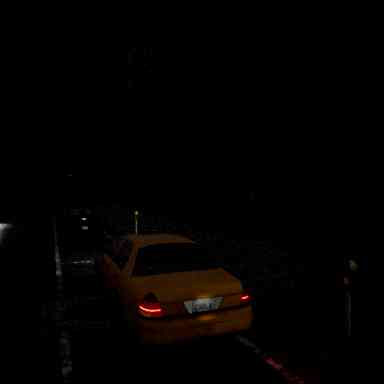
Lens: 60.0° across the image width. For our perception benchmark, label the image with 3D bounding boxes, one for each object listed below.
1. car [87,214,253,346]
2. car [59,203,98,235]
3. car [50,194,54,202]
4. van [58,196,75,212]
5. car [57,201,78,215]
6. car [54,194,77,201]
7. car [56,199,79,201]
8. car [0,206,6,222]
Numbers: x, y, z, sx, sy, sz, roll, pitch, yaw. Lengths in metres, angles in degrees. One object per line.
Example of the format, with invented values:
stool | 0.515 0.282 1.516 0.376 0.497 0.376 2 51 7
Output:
car | -0.847 1.457 6.717 1.801 1.575 5.366 0 0 -23
car | -6.189 1.551 18.625 2.008 1.369 4.403 0 0 -23
car | -32.109 1.469 79.305 1.967 1.590 4.097 0 0 -24
van | -14.780 1.342 38.980 1.690 1.788 3.998 0 0 -23
car | -8.336 1.551 23.713 2.008 1.369 4.403 0 0 -23
car | -12.632 1.316 33.892 2.192 1.841 5.009 0 0 -23
car | -10.484 1.567 28.802 1.947 1.339 4.313 0 0 -23
car | -15.465 1.564 25.299 1.994 1.385 4.181 0 0 -23
